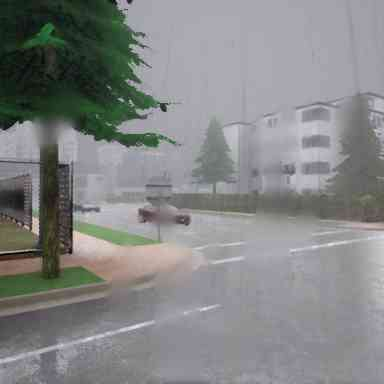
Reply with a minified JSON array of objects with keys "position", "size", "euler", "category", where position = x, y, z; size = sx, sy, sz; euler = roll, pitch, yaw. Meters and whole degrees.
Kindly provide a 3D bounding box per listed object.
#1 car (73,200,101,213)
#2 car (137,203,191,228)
[{"position":[-11.905,1.615,37.122],"size":[2.033,1.411,5.357],"euler":[0,0,-35],"category":"car"},{"position":[-1.997,1.502,22.838],"size":[1.882,1.535,5.008],"euler":[0,0,-35],"category":"car"}]
